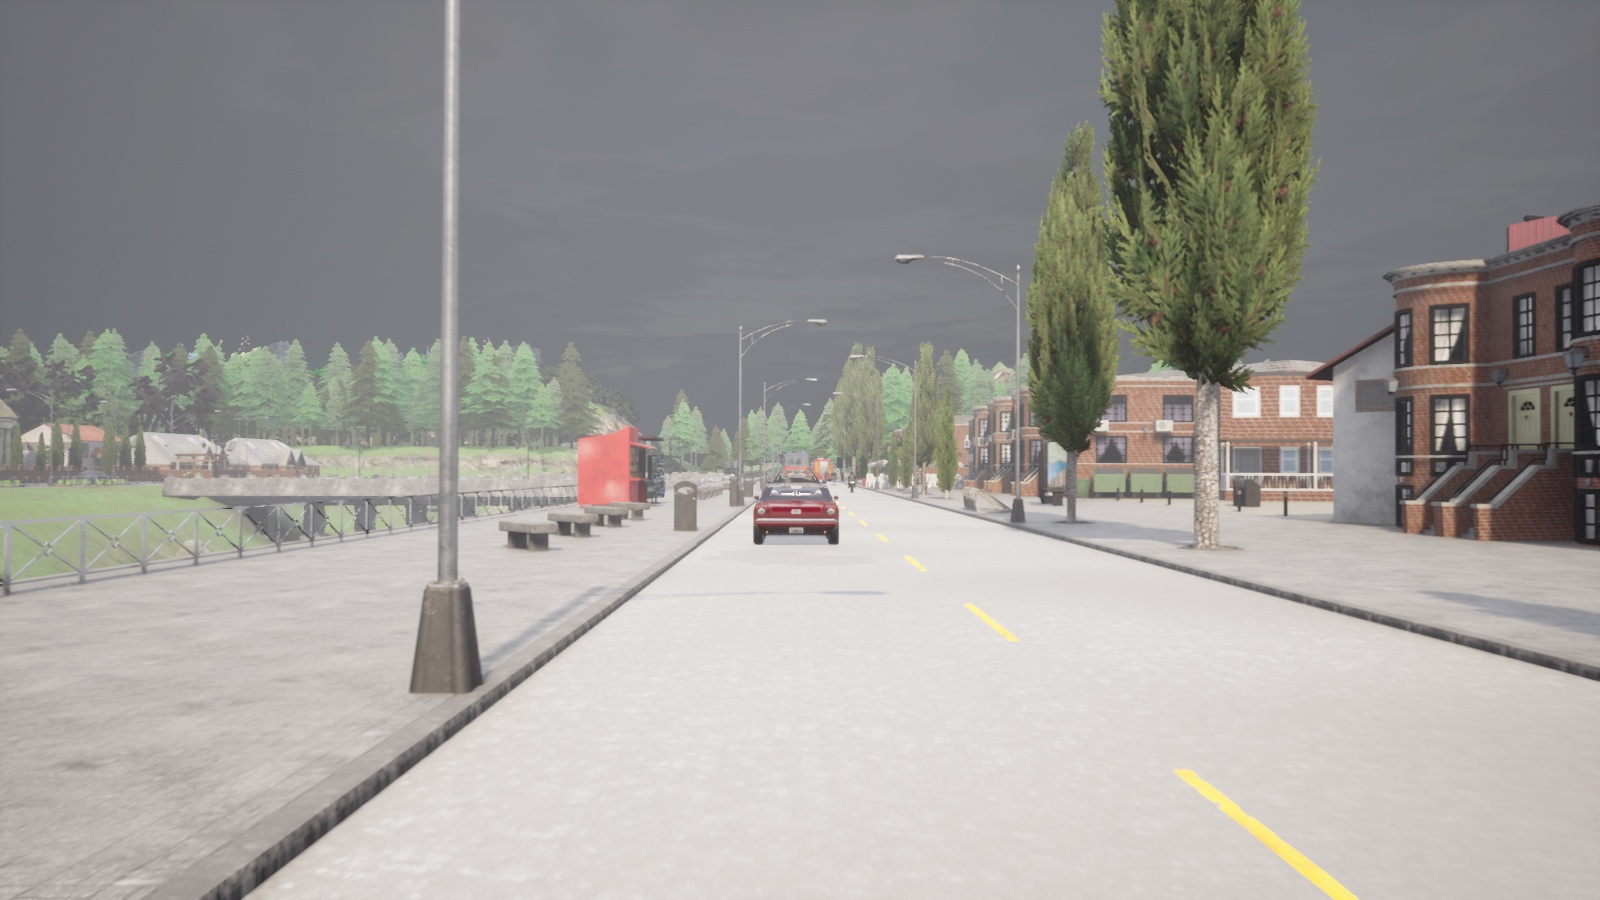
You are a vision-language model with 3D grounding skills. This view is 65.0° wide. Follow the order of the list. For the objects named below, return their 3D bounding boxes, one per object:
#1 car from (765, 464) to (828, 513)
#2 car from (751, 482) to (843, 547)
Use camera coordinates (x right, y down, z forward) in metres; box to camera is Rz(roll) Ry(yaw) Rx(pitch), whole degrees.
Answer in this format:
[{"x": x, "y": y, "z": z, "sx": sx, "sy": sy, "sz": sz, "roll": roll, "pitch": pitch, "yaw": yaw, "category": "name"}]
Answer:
[{"x": -0.118, "y": 1.354, "z": 45.389, "sx": 2.152, "sy": 1.651, "sz": 5.027, "roll": 0, "pitch": -1, "yaw": 0, "category": "car"}, {"x": -0.073, "y": 1.387, "z": 28.196, "sx": 1.895, "sy": 1.301, "sz": 4.718, "roll": 0, "pitch": -1, "yaw": 0, "category": "car"}]
